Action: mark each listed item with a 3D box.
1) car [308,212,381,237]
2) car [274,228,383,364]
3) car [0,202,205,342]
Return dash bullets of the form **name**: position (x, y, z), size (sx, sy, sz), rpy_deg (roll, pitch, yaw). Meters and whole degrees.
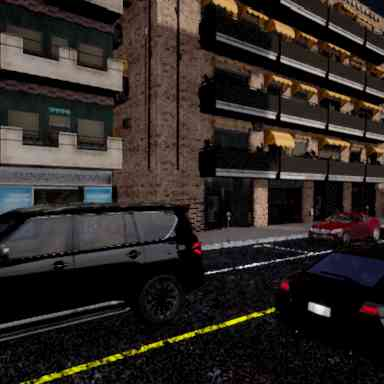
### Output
- **car**: position (7.204, 1.598, 15.519), size (4.206, 1.307, 1.802), rpy_deg (0, 0, -35)
- **car**: position (3.365, 1.570, 5.692), size (4.181, 1.385, 1.994), rpy_deg (0, 0, -35)
- **car**: position (-2.362, 1.229, 5.551), size (5.566, 2.045, 2.150), rpy_deg (0, 0, -35)
